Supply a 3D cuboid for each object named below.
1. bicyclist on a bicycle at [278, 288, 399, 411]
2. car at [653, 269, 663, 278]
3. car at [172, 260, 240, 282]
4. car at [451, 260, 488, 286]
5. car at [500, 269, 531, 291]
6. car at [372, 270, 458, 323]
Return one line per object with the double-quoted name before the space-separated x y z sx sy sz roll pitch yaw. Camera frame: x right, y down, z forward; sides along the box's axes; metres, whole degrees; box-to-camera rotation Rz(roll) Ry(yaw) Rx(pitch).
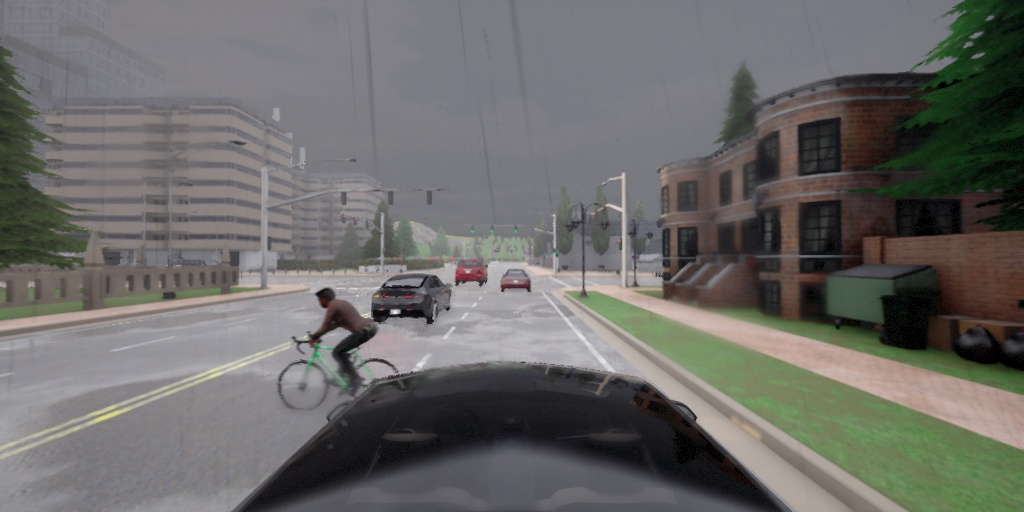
"bicyclist on a bicycle" -2.281 1.239 4.725 1.656 1.620 0.582 -2 -1 0
"car" 18.154 1.708 39.528 4.902 1.511 2.128 0 -1 -1
"car" -28.266 1.344 32.941 5.566 2.045 2.150 0 -1 0
"car" -3.216 1.305 29.019 2.150 2.045 5.566 0 -1 0
"car" 0.249 1.591 24.344 1.994 1.385 4.181 0 -1 0
"car" -3.332 1.387 12.712 1.837 1.490 4.892 0 -1 0
